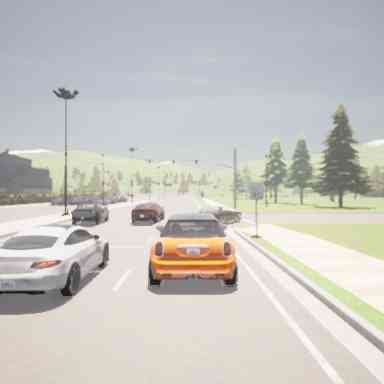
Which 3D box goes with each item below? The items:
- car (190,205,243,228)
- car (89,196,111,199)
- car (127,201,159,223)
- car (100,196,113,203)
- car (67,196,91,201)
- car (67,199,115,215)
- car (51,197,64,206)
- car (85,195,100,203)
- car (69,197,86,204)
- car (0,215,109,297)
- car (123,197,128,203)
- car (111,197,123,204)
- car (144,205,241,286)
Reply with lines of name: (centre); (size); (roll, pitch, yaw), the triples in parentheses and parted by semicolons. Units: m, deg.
car: (1.890, 1.675, 23.867); (1.895, 1.301, 4.718); (0, 0, 30)
car: (-16.321, 1.786, 59.050); (1.895, 1.301, 4.718); (0, 0, 0)
car: (-3.335, 1.559, 26.096); (1.882, 1.535, 5.008); (0, 0, 5)
car: (-19.831, 1.766, 77.659); (1.812, 1.442, 4.674); (0, 0, 0)
car: (-19.821, 1.748, 58.773); (1.994, 1.385, 4.181); (0, 0, 0)
car: (-7.476, 1.571, 24.830); (2.128, 1.511, 4.902); (0, 0, -2)
car: (-23.321, 1.711, 59.015); (1.812, 1.442, 4.674); (0, 0, 0)
car: (-23.331, 1.599, 77.879); (2.097, 1.767, 4.553); (0, 0, 0)
car: (-23.326, 1.765, 67.711); (1.994, 1.385, 4.181); (0, 0, 0)
car: (-3.485, 1.553, 8.534); (1.812, 1.442, 4.674); (0, 0, -1)
car: (-16.331, 1.796, 78.165); (1.994, 1.385, 4.181); (0, 0, 0)
car: (-16.326, 1.738, 68.189); (2.128, 1.511, 4.902); (0, 0, 0)
car: (-0.006, 1.383, 9.704); (2.097, 1.767, 4.553); (0, 0, -1)
